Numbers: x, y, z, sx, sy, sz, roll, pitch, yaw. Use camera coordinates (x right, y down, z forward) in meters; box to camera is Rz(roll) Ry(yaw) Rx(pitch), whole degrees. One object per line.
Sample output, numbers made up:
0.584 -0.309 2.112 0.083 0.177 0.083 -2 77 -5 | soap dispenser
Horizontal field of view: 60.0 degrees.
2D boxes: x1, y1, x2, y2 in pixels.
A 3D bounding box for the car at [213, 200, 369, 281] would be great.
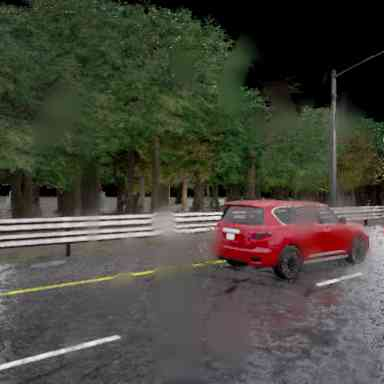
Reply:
3.198 1.284 10.310 5.566 2.045 2.150 1 0 -35 | car
